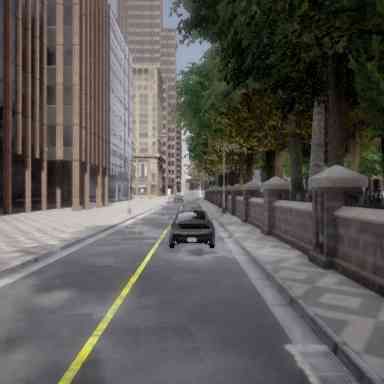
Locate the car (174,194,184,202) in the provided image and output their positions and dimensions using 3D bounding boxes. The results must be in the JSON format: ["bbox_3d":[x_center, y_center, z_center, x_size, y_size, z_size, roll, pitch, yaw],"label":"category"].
[{"bbox_3d":[-3.000,1.359,75.980,2.097,1.767,4.553,0,0,0],"label":"car"}]

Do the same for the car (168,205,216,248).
[{"bbox_3d":[0.000,1.516,14.650,1.837,1.490,4.892,0,0,0],"label":"car"}]

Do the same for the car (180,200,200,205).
[{"bbox_3d":[0.000,1.631,29.681,1.895,1.301,4.718,0,0,0],"label":"car"}]
